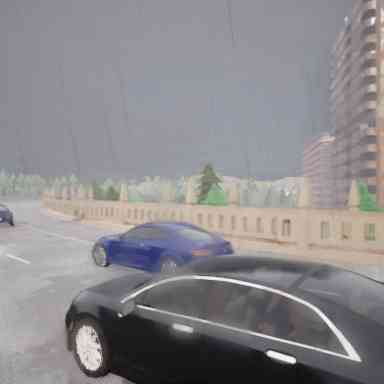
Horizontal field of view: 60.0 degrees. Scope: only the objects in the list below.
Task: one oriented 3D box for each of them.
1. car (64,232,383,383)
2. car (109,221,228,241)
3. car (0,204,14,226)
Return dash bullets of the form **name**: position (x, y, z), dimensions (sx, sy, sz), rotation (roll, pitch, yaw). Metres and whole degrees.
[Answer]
- **car**: position (0.472, 1.516, 3.851), dimensions (4.892, 1.490, 1.837), rotation (0, 0, 37)
- **car**: position (-0.927, 1.542, 9.441), dimensions (4.674, 1.442, 1.812), rotation (0, 0, 40)
- **car**: position (-13.339, 1.517, 22.395), dimensions (1.812, 1.442, 4.674), rotation (0, 0, -38)
